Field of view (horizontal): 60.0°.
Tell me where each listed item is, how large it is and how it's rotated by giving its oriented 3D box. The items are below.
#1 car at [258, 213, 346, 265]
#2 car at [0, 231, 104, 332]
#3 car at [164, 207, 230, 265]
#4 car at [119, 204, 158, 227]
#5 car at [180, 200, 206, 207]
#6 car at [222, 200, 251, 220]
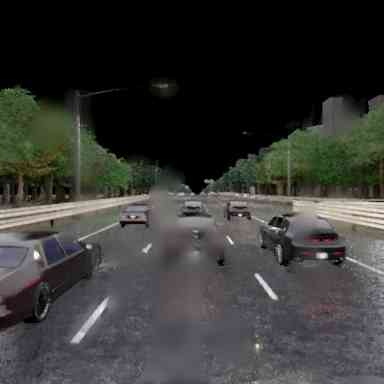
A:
[{"bbox_3d":[3.581,1.491,11.564,1.837,1.490,4.892,0,0,0],"label":"car"},{"bbox_3d":[-3.438,1.539,7.055,2.033,1.411,5.357,0,0,0],"label":"car"},{"bbox_3d":[0.082,1.490,11.661,1.837,1.490,4.892,0,0,0],"label":"car"},{"bbox_3d":[-3.442,1.500,22.080,2.033,1.411,5.357,0,0,1],"label":"car"},{"bbox_3d":[0.084,1.429,27.137,1.837,1.490,4.892,0,0,0],"label":"car"},{"bbox_3d":[3.583,1.430,27.051,1.837,1.490,4.892,0,0,0],"label":"car"}]
